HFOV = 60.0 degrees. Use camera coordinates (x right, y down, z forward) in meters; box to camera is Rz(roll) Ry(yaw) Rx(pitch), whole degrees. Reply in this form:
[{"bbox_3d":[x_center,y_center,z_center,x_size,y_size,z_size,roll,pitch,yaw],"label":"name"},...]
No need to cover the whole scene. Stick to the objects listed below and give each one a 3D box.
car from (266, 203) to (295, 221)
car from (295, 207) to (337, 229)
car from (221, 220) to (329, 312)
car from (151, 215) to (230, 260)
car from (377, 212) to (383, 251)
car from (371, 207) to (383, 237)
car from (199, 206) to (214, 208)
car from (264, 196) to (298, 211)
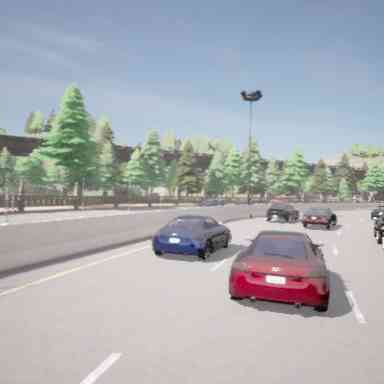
[{"bbox_3d":[7.843,1.737,28.484,1.837,1.490,4.892,1,0,31],"label":"car"},{"bbox_3d":[9.395,1.826,24.357,2.033,1.411,5.357,2,0,30],"label":"car"},{"bbox_3d":[2.199,1.629,8.123,1.994,1.385,4.181,2,0,18],"label":"car"},{"bbox_3d":[0.139,1.568,12.699,1.994,1.385,4.181,2,0,21],"label":"car"},{"bbox_3d":[8.360,1.753,12.314,1.837,1.490,4.892,2,0,23],"label":"car"},{"bbox_3d":[10.496,1.790,17.067,1.882,1.535,5.008,2,0,26],"label":"car"},{"bbox_3d":[2.658,1.642,45.859,1.994,1.385,4.181,2,0,38],"label":"car"},{"bbox_3d":[12.628,1.598,46.988,2.150,2.045,5.566,2,0,42],"label":"car"}]
